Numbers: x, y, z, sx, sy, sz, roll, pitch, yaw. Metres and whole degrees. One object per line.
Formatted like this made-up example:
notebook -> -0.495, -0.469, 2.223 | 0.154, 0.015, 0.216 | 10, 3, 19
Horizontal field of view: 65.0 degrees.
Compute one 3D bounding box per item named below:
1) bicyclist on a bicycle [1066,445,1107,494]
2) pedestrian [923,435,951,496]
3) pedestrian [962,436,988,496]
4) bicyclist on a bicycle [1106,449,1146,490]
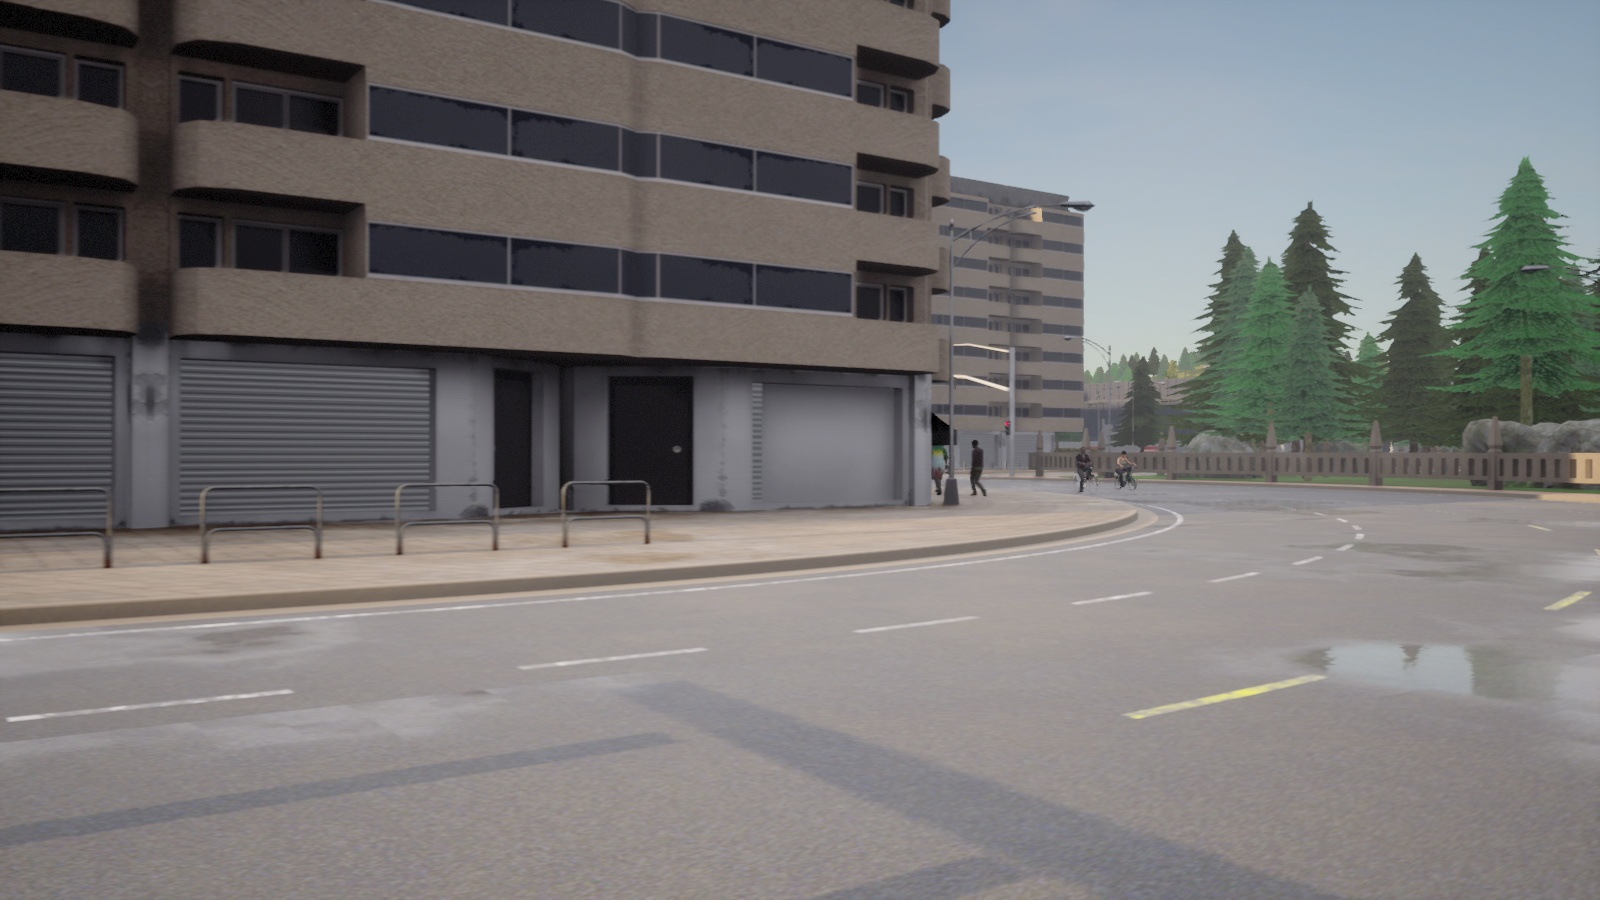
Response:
bicyclist on a bicycle -> 10.577, 0.713, 46.428 | 0.659, 1.776, 1.843 | -1, 0, -16
pedestrian -> 4.411, 0.495, 40.538 | 0.659, 1.952, 0.873 | 0, 0, -12
pedestrian -> 5.437, 0.487, 38.959 | 0.431, 1.840, 0.703 | 0, 0, -35
bicyclist on a bicycle -> 13.056, 0.784, 50.340 | 0.866, 1.612, 1.509 | -1, 0, -20
